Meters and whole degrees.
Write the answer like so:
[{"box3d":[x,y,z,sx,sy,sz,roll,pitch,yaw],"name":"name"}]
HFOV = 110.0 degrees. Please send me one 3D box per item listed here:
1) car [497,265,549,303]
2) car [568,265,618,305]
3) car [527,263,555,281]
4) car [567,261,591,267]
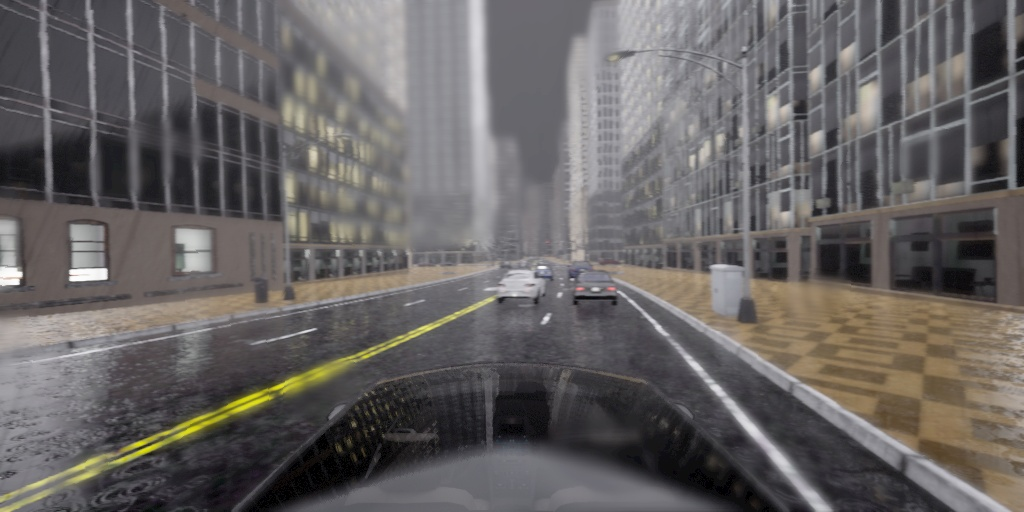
[{"box3d":[0.525,1.365,17.110,1.812,1.442,4.674,-1,0,11],"name":"car"},{"box3d":[3.650,1.330,16.122,2.033,1.411,5.357,-1,0,11],"name":"car"},{"box3d":[2.741,1.438,31.656,2.033,1.411,5.357,-1,0,7],"name":"car"},{"box3d":[5.973,1.182,31.358,2.097,1.767,4.553,-1,-1,7],"name":"car"}]
